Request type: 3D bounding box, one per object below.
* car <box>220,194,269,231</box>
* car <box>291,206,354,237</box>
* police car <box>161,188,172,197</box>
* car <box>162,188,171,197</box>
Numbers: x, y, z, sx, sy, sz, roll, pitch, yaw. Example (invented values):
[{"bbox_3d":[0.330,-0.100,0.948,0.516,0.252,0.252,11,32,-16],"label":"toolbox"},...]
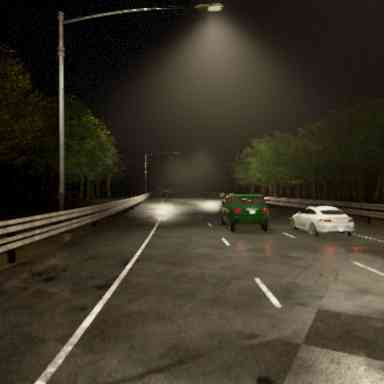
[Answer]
[{"bbox_3d":[3.085,1.150,20.327,2.150,2.045,5.566,0,0,-3],"label":"car"},{"bbox_3d":[6.703,1.464,17.442,1.812,1.442,4.674,0,0,-2],"label":"car"},{"bbox_3d":[-5.622,0.326,72.614,1.930,1.638,5.238,0,0,-5],"label":"police car"},{"bbox_3d":[-6.460,0.072,82.497,2.150,2.045,5.566,0,0,-5],"label":"car"}]
